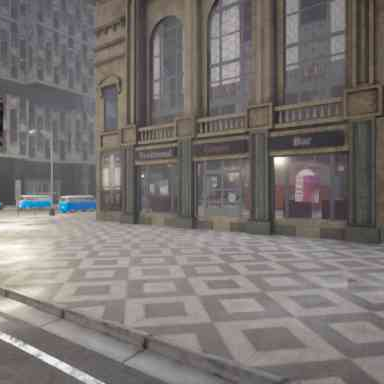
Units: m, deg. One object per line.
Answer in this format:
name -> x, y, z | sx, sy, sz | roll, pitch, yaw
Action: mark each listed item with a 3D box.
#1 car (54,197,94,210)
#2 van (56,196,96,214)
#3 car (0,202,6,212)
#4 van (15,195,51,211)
car -> -15.375, 1.461, 43.544 | 1.752, 1.417, 4.829 | 0, 0, 36
van -> -11.619, 1.278, 34.150 | 1.690, 1.788, 3.998 | 0, 0, 36
car -> -21.822, 1.508, 34.550 | 2.008, 1.369, 4.403 | 0, 0, 36
van -> -18.549, 1.287, 39.116 | 1.690, 1.788, 3.998 | 0, 0, 36
